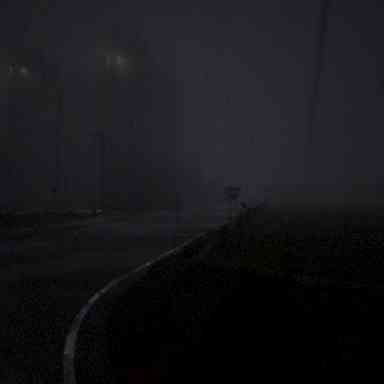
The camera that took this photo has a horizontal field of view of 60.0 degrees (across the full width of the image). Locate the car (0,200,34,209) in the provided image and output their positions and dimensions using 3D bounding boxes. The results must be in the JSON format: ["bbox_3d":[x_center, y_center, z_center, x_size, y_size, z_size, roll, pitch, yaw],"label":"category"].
[{"bbox_3d":[-22.707,1.616,42.343,4.718,1.301,1.895,0,0,14],"label":"car"}]

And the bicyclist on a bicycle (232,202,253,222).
[{"bbox_3d":[3.432,1.451,21.767,1.656,1.620,0.582,0,0,15],"label":"bicyclist on a bicycle"}]

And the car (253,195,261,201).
[{"bbox_3d":[16.934,1.481,86.199,1.812,1.442,4.674,0,0,15],"label":"car"}]

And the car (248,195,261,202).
[{"bbox_3d":[13.405,1.495,72.918,2.033,1.411,5.357,0,0,15],"label":"car"}]

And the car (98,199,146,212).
[{"bbox_3d":[-8.126,1.562,38.696,5.357,1.411,2.033,0,0,14],"label":"car"}]
